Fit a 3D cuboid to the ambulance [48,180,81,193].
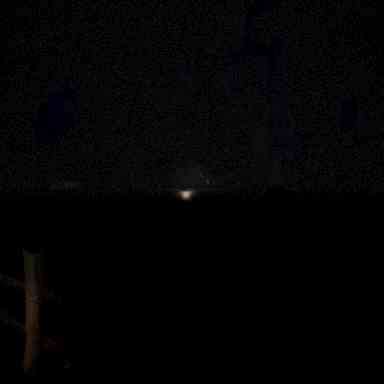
[{"bbox_3d":[-25.183,-1.020,65.878,2.351,2.431,6.366,4,3,35],"label":"ambulance"}]
